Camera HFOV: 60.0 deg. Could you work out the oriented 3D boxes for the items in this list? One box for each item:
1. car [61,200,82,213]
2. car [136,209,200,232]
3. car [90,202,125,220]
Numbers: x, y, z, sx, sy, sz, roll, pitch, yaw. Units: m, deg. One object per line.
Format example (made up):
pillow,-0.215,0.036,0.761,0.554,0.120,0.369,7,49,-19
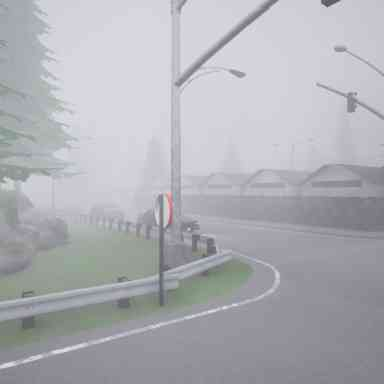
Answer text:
car,-14.706,1.714,40.299,1.812,1.442,4.674,0,1,-29
car,-1.697,1.739,21.112,2.033,1.411,5.357,0,0,-35
car,-7.612,1.695,29.640,1.837,1.490,4.892,0,0,-35
